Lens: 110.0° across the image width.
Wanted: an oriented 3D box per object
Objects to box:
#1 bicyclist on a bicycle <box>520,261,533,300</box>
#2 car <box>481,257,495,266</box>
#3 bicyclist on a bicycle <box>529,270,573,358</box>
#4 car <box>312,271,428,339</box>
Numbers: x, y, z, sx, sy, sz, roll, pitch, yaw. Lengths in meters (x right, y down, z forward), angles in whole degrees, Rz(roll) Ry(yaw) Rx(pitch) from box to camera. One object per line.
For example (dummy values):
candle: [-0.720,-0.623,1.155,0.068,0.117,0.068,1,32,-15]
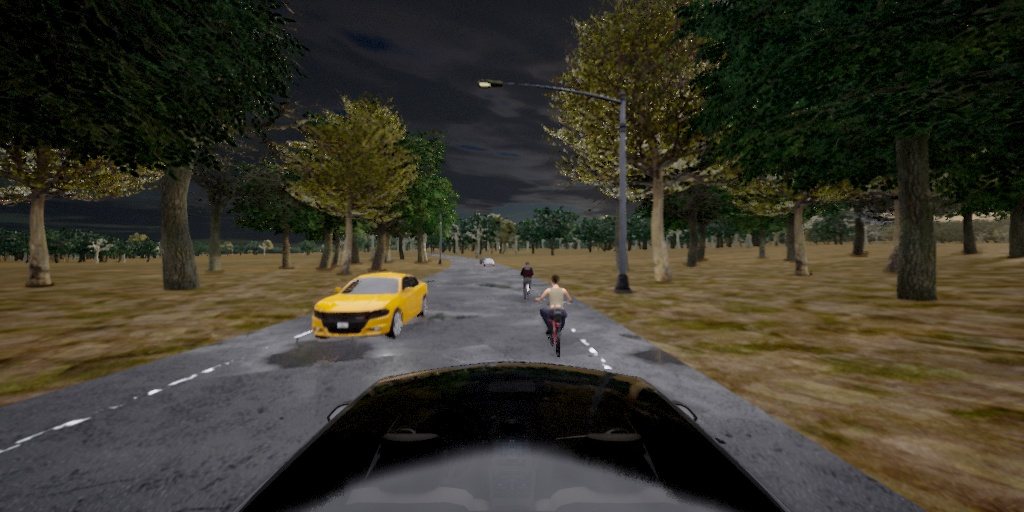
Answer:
bicyclist on a bicycle: [0.681,1.117,16.331,0.659,1.776,1.843,0,0,-2]
car: [-4.196,1.082,64.567,1.812,1.442,4.674,0,1,-7]
bicyclist on a bicycle: [0.891,1.188,7.514,0.866,1.612,1.509,0,0,-1]
car: [-3.729,1.227,10.285,1.882,1.535,5.008,0,0,-1]
